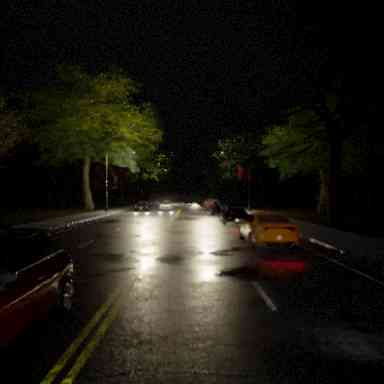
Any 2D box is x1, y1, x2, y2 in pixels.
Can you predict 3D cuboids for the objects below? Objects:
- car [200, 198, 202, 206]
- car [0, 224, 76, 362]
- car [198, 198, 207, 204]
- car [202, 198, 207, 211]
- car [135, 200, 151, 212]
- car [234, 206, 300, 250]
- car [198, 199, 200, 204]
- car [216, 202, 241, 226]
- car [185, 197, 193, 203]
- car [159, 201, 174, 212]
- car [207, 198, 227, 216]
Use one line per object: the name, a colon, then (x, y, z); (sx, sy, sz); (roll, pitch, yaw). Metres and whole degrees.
car: (2.923, 2.009, 59.347); (1.801, 1.575, 5.366); (0, 0, -1)
car: (-3.352, 1.399, 4.696); (2.097, 1.767, 4.553); (0, -1, 0)
car: (2.628, 2.258, 81.176); (1.994, 1.385, 4.181); (0, 0, -1)
car: (3.038, 1.818, 48.118); (2.097, 1.767, 4.553); (0, 0, -1)
car: (-6.785, 1.958, 46.418); (1.837, 1.490, 4.892); (0, -1, 0)
car: (3.331, 1.630, 15.189); (1.882, 1.535, 5.008); (0, -1, 0)
car: (2.788, 2.057, 70.167); (2.033, 1.649, 4.856); (0, 0, -1)
car: (3.190, 1.767, 26.126); (1.837, 1.490, 4.892); (0, -1, 0)
car: (-0.770, 2.220, 90.255); (2.033, 1.411, 5.357); (0, 0, -1)
car: (-3.536, 1.980, 46.606); (1.812, 1.442, 4.674); (0, -1, 0)
car: (3.126, 1.722, 37.107); (2.097, 1.767, 4.553); (0, -1, 0)
